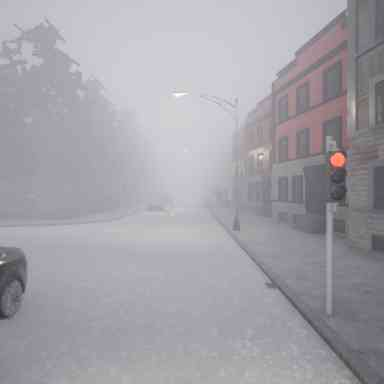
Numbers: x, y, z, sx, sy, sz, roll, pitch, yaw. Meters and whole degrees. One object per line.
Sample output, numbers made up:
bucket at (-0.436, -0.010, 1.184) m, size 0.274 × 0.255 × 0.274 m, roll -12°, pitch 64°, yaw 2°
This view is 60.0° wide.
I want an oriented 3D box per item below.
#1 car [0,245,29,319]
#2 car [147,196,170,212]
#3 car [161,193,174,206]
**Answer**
car at (-4.102, 1.491, 4.546) m, size 2.128 × 1.511 × 4.902 m, roll 0°, pitch 0°, yaw 0°
car at (-4.121, 1.547, 39.391) m, size 2.033 × 1.411 × 5.357 m, roll 0°, pitch 0°, yaw 0°
car at (-4.119, 1.224, 53.676) m, size 2.150 × 2.045 × 5.566 m, roll 0°, pitch 0°, yaw 0°
